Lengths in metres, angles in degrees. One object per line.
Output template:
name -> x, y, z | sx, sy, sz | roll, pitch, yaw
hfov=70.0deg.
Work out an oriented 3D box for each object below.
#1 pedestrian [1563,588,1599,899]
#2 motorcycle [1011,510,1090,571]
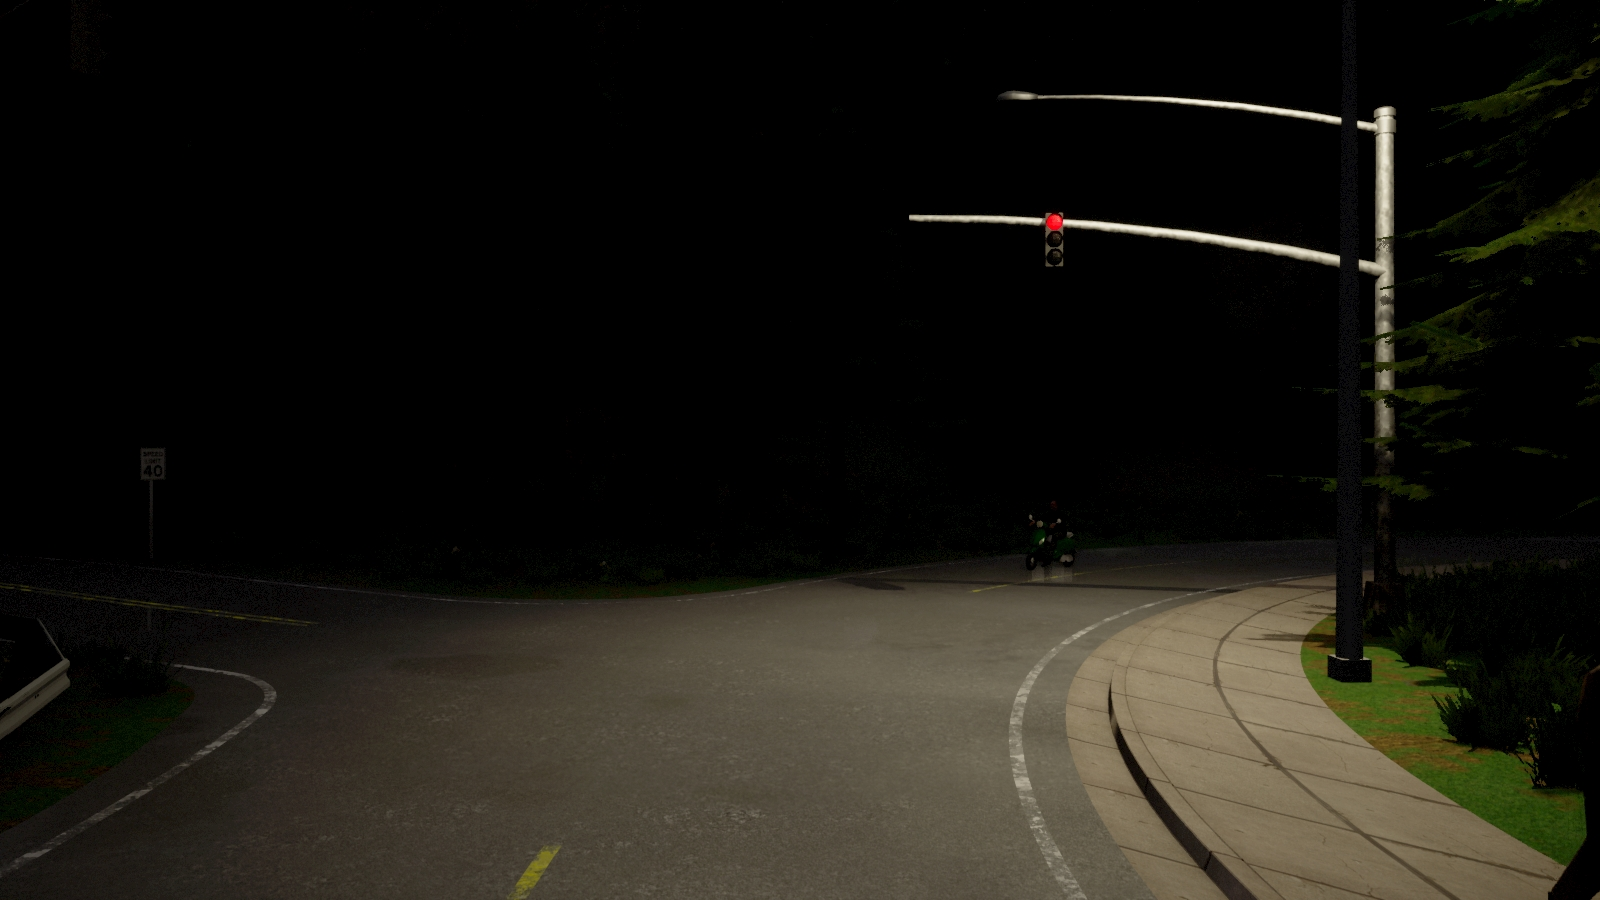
pedestrian -> 4.289, 1.671, 5.943 | 0.375, 1.860, 0.375 | 0, 0, -12
motorcycle -> 5.937, 2.115, 27.011 | 1.805, 1.316, 0.856 | 0, 0, -37
